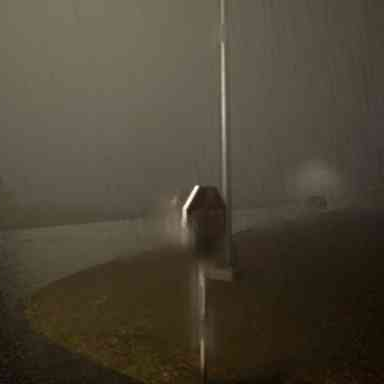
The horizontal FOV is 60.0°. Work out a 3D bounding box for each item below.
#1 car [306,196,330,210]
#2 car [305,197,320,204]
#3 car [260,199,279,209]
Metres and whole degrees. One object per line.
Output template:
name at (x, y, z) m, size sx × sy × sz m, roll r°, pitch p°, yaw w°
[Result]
car at (18.904, 1.582, 50.427) m, size 2.150 × 2.045 × 5.566 m, roll -1°, pitch -1°, yaw 33°
car at (27.497, 1.975, 75.789) m, size 1.882 × 1.535 × 5.008 m, roll -1°, pitch -1°, yaw 34°
car at (12.482, 1.941, 53.391) m, size 2.128 × 1.511 × 4.902 m, roll -1°, pitch 0°, yaw 34°
